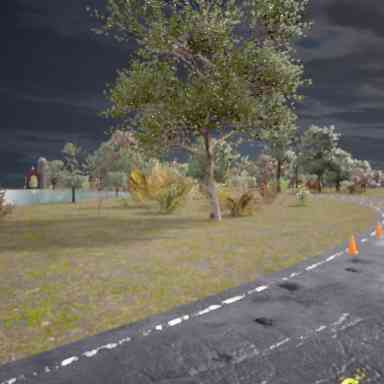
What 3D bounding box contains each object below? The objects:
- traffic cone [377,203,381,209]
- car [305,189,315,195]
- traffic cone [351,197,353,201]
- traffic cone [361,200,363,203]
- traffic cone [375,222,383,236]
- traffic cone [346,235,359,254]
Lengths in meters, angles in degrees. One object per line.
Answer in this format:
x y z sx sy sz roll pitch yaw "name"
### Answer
17.920 1.285 31.843 0.340 0.580 0.340 0 1 22 "traffic cone"
24.529 0.047 71.361 1.994 1.385 4.181 0 1 -11 "car"
22.057 0.975 45.742 0.340 0.580 0.340 0 1 11 "traffic cone"
20.976 1.080 41.024 0.340 0.580 0.340 0 1 15 "traffic cone"
8.439 1.664 15.017 0.340 0.580 0.340 0 1 37 "traffic cone"
5.421 1.753 11.232 0.340 0.580 0.340 0 1 40 "traffic cone"
